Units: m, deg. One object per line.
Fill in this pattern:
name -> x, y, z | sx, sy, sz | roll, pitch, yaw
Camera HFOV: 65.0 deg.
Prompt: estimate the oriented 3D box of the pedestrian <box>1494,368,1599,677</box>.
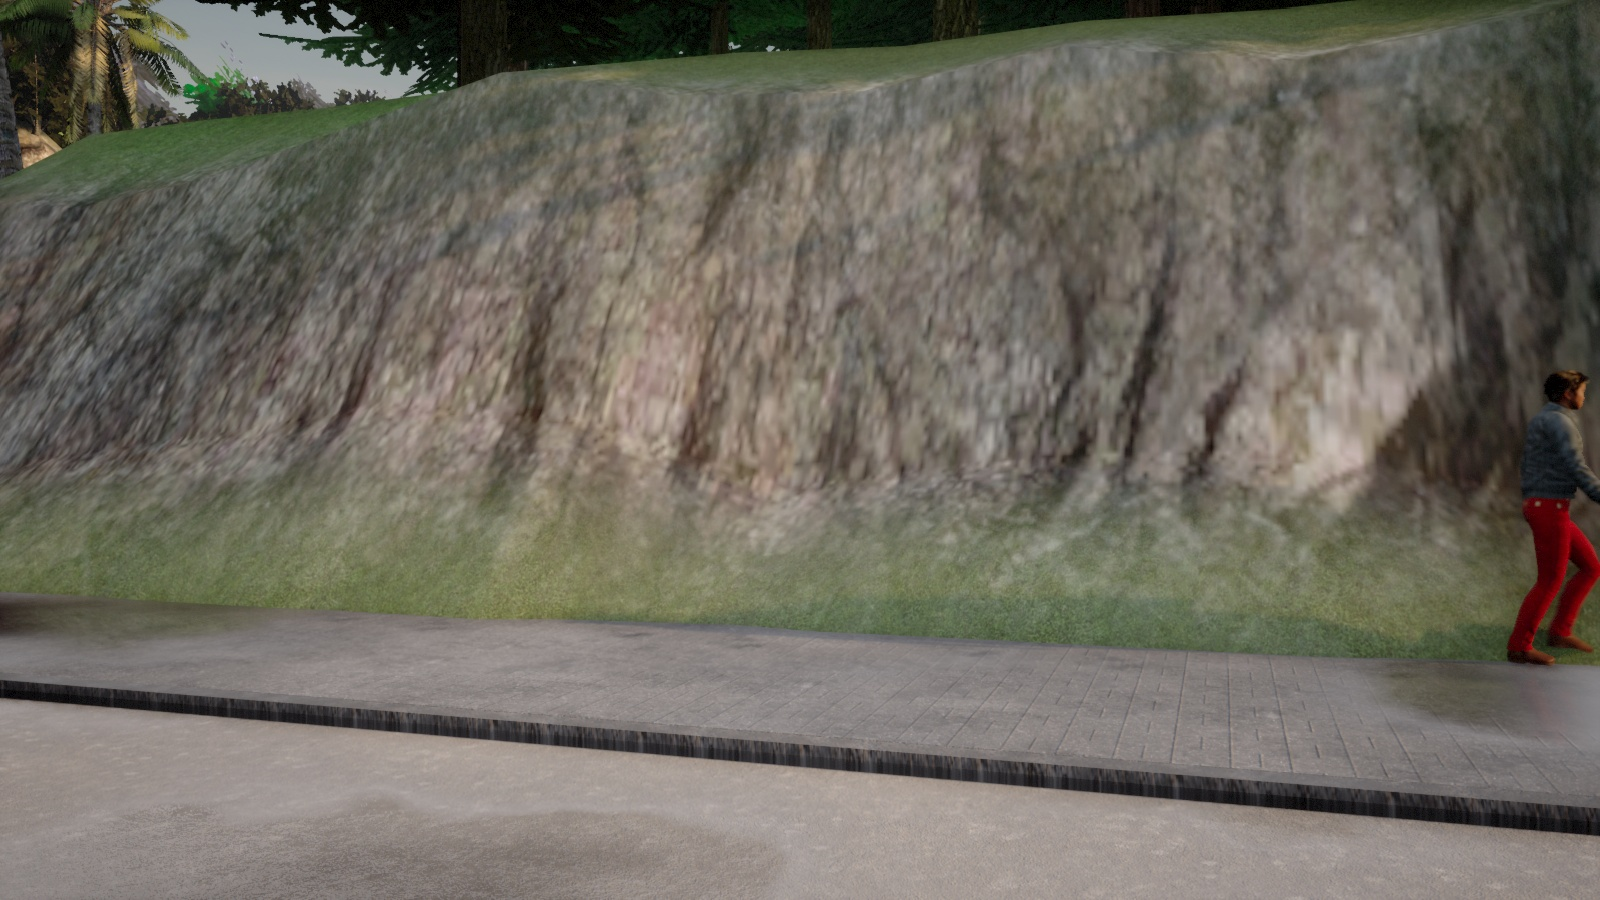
pedestrian -> 4.656, 0.430, 7.709 | 0.614, 1.847, 0.353 | 1, 1, 19
